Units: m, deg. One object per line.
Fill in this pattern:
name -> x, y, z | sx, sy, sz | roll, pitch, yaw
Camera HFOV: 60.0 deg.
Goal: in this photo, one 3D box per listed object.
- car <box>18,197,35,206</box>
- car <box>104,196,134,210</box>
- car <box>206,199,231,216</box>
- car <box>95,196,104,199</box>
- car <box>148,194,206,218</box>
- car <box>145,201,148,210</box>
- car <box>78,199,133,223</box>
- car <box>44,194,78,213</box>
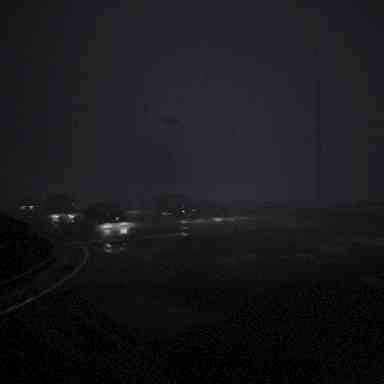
car -> -27.051, 1.559, 54.159 | 1.994, 1.385, 4.181 | 0, 0, -36
car -> -8.740, 1.514, 40.646 | 1.812, 1.442, 4.674 | 0, 0, -36
car -> 1.679, 1.465, 32.206 | 1.882, 1.535, 5.008 | 0, 0, -36
car -> -14.631, 1.464, 54.803 | 1.882, 1.535, 5.008 | 0, 0, -35
car -> -1.470, 1.211, 30.590 | 2.150, 2.045, 5.566 | 0, 0, -36
car -> -3.737, 1.341, 39.694 | 2.097, 1.767, 4.553 | 0, 0, -36
car -> -6.968, 1.541, 26.242 | 2.033, 1.411, 5.357 | 0, 0, -36
car -> -14.927, 1.215, 37.245 | 2.150, 2.045, 5.566 | 0, 0, -36
